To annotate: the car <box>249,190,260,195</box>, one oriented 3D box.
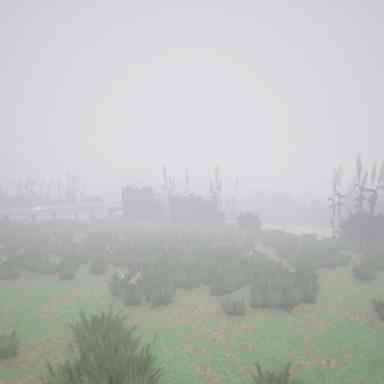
[{"bbox_3d":[10.153,0.757,47.542,2.150,2.045,5.566,0,-2,44],"label":"car"}]
